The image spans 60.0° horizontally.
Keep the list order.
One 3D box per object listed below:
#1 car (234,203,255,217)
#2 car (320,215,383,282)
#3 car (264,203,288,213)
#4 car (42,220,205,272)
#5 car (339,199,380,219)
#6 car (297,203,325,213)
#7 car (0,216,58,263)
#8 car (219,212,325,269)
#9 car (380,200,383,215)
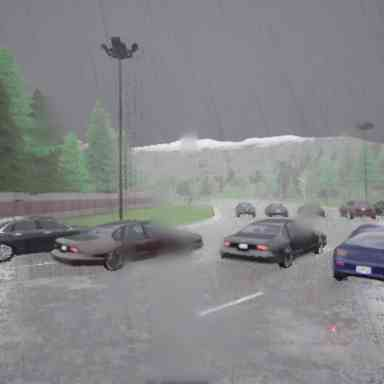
[{"bbox_3d":[5.670,1.873,36.019,2.033,1.411,5.357,0,-1,3],"label":"car"},{"bbox_3d":[5.383,1.583,9.163,1.812,1.442,4.674,-1,-1,42],"label":"car"},{"bbox_3d":[8.704,1.852,34.601,1.994,1.385,4.181,0,-1,7],"label":"car"},{"bbox_3d":[-1.960,1.683,11.456,5.357,1.411,2.033,0,-1,-45],"label":"car"},{"bbox_3d":[15.162,1.553,30.809,2.097,1.767,4.553,-1,-1,10],"label":"car"},{"bbox_3d":[12.143,1.821,34.121,1.994,1.385,4.181,0,-1,7],"label":"car"},{"bbox_3d":[-5.894,1.687,12.836,4.892,1.490,1.837,-1,1,-39],"label":"car"},{"bbox_3d":[3.077,1.648,11.735,2.033,1.411,5.357,-1,-1,39],"label":"car"},{"bbox_3d":[19.185,1.540,32.611,2.097,1.767,4.553,-1,-1,8],"label":"car"}]
